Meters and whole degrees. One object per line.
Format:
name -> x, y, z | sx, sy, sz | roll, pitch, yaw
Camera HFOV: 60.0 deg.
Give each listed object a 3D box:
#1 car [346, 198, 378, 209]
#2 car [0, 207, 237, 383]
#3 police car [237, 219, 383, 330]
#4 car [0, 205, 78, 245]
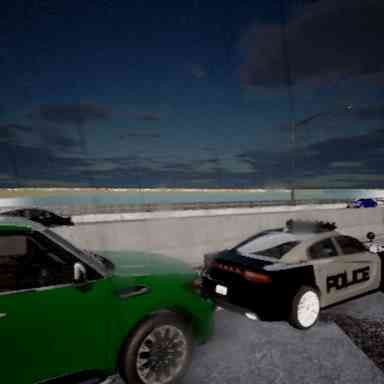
car -> 20.375, 1.400, 39.705 | 4.674, 1.442, 1.812 | 0, 0, -35
car -> -2.347, 1.226, 3.484 | 5.566, 2.045, 2.150 | 0, 0, -36
police car -> 2.595, 1.407, 7.010 | 5.238, 1.638, 1.930 | 0, 0, -35
car -> -8.091, 1.475, 15.412 | 5.008, 1.535, 1.882 | 0, 0, -35
